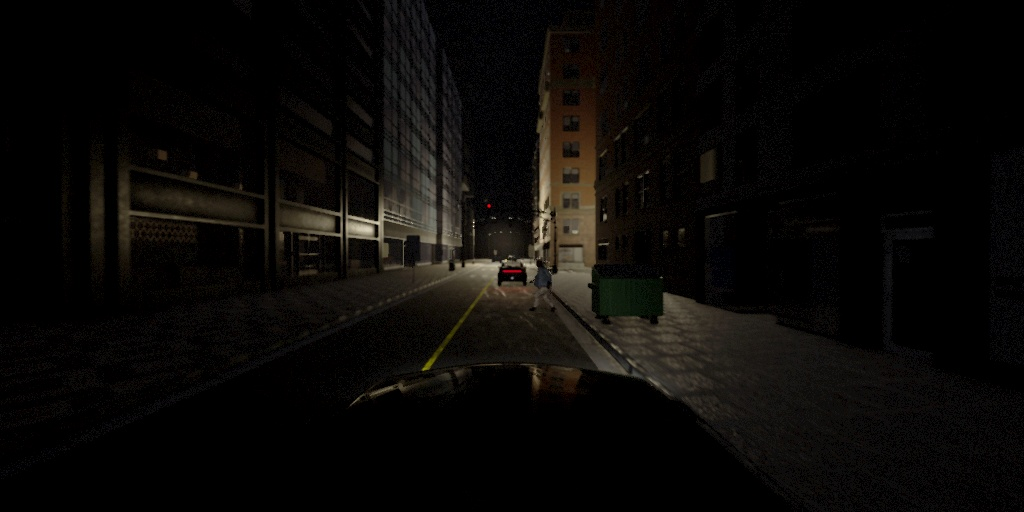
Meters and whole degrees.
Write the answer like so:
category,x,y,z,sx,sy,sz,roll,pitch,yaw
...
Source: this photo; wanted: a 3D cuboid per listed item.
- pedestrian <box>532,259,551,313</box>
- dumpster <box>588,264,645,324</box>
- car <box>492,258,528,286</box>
category,x,y,z,sx,sy,sz,roll,pitch,yaw
pedestrian,0.995,0.966,11.978,0.375,1.860,0.375,0,0,-10
dumpster,3.131,1.077,10.995,1.020,1.700,1.940,0,0,0
car,0.030,1.075,23.498,2.128,1.511,4.902,0,0,0
